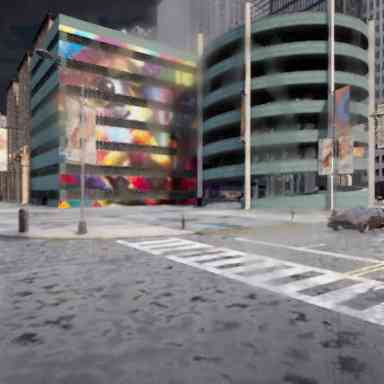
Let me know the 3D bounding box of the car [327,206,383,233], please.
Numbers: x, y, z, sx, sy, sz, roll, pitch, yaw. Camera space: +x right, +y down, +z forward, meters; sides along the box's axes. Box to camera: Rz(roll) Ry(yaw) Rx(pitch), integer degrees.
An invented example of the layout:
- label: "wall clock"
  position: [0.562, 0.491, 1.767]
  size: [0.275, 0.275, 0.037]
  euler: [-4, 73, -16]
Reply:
- label: "car"
  position: [10.387, 1.581, 20.003]
  size: [5.357, 1.411, 2.033]
  euler: [0, 0, -36]

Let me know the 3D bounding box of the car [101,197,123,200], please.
- label: "car"
  position: [-12.964, 1.353, 51.163]
  size: [2.002, 1.452, 4.674]
  euler: [0, 0, -36]

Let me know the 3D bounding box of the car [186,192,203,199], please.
- label: "car"
  position: [0.729, 1.106, 76.592]
  size: [2.435, 2.045, 5.566]
  euler: [0, 0, -36]

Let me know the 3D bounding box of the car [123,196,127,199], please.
- label: "car"
  position: [-13.789, 1.509, 65.095]
  size: [1.895, 1.301, 4.718]
  euler: [0, 0, -36]
